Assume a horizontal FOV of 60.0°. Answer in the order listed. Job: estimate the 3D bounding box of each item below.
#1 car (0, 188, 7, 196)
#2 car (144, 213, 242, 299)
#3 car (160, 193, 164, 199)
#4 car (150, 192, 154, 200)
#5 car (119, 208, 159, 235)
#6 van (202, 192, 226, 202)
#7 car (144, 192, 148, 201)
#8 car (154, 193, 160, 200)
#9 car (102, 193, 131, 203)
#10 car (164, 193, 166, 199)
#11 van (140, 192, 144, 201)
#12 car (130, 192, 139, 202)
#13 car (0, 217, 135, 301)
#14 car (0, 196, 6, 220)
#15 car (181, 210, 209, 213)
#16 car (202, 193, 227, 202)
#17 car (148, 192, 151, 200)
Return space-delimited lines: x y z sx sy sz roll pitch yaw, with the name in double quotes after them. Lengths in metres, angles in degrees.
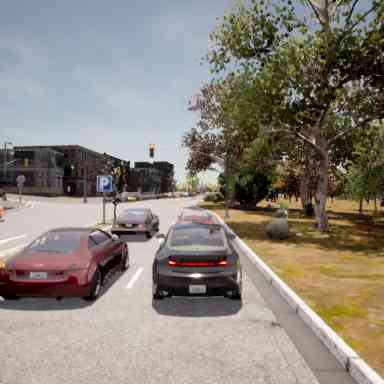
-31.189 0.131 53.627 2.002 1.452 4.674 6 -3 -19 "car"
0.105 1.514 8.447 1.837 1.490 4.892 0 0 0 "car"
-11.043 1.054 89.709 5.566 2.045 2.435 -1 0 -12 "car"
-12.304 1.350 80.720 4.674 1.452 2.002 -1 0 -13 "car"
-2.852 1.570 17.619 2.033 1.411 5.357 0 0 1 "car"
4.254 1.035 65.370 4.442 1.987 1.878 1 0 -14 "van"
-13.046 1.313 74.723 4.892 1.521 2.231 -1 0 -14 "car"
-11.492 1.347 86.702 4.674 1.452 2.002 -1 0 -12 "car"
-14.473 1.351 62.767 4.792 1.488 2.163 -1 0 -15 "car"
-10.622 1.305 92.688 5.008 1.535 2.097 -1 0 -12 "car"
-13.273 1.085 71.751 4.442 1.987 1.878 -1 0 -14 "van"
-13.829 1.308 65.759 5.366 1.575 1.946 -1 0 -15 "car"
-2.905 1.573 8.400 1.994 1.385 4.181 0 0 1 "car"
-16.639 1.401 24.959 4.553 1.767 2.185 -1 0 -19 "car"
0.151 1.623 17.716 1.895 1.301 4.718 0 0 0 "car"
4.636 1.134 68.339 4.553 1.767 2.185 1 0 -14 "car"
-12.675 1.350 77.718 4.674 1.452 2.002 -1 0 -13 "car"
